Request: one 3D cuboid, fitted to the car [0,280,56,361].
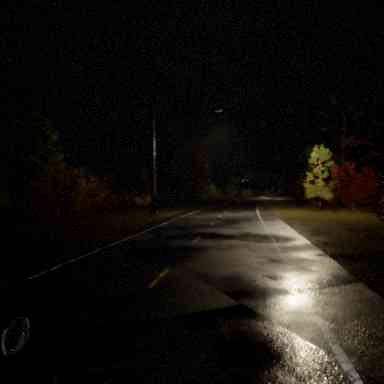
[{"bbox_3d":[-3.488,1.681,3.347,1.895,1.301,4.718,-1,0,9],"label":"car"}]
